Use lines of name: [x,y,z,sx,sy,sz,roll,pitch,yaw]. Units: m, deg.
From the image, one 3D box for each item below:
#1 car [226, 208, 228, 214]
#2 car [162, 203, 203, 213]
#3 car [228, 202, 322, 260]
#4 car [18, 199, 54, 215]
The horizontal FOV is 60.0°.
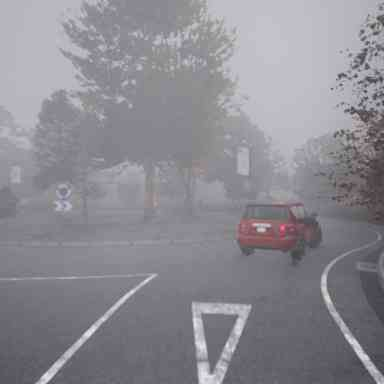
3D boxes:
car: [6.209,2.023,39.198,1.882,1.535,5.008,1,-2,-40]
car: [-1.200,2.170,43.919,5.357,1.411,2.033,1,-1,17]
car: [3.694,1.397,13.506,2.150,2.045,5.566,-1,-1,30]
car: [-18.624,1.684,38.701,2.097,1.767,4.553,0,1,43]
